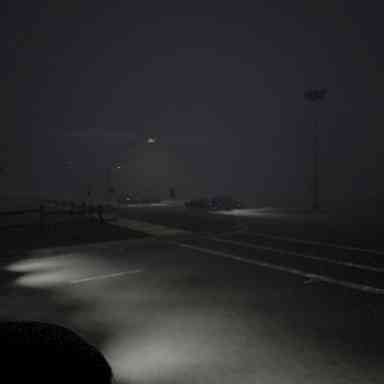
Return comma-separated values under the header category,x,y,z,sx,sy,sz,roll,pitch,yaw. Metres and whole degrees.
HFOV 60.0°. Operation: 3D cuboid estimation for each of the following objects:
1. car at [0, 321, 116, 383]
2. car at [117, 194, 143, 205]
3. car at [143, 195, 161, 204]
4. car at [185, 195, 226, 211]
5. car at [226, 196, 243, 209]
category,x,y,z,sx,sy,sz,roll,pitch,yaw
car,-2.827,1.522,1.784,4.892,1.490,1.837,-1,0,-35
car,-10.062,1.077,52.505,2.097,1.767,4.553,-1,1,-35
car,-6.674,1.248,53.757,1.994,1.385,4.181,-1,0,-34
car,1.216,1.330,36.298,1.895,1.301,4.718,-1,1,-35
car,3.849,1.190,38.637,1.837,1.490,4.892,-1,1,-35
